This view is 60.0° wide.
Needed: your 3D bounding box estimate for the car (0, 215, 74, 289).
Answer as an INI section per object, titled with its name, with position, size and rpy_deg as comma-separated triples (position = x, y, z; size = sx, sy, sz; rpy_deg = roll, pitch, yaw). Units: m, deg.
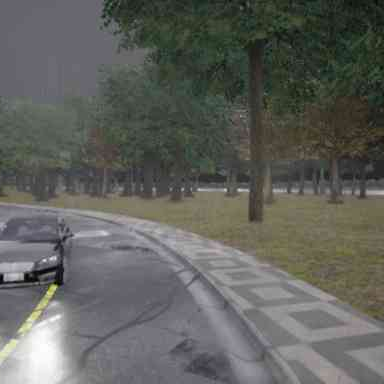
[car]
position = -4.312, 1.431, 9.091
size = 2.128, 1.511, 4.902
rpy_deg = 0, 1, -17
